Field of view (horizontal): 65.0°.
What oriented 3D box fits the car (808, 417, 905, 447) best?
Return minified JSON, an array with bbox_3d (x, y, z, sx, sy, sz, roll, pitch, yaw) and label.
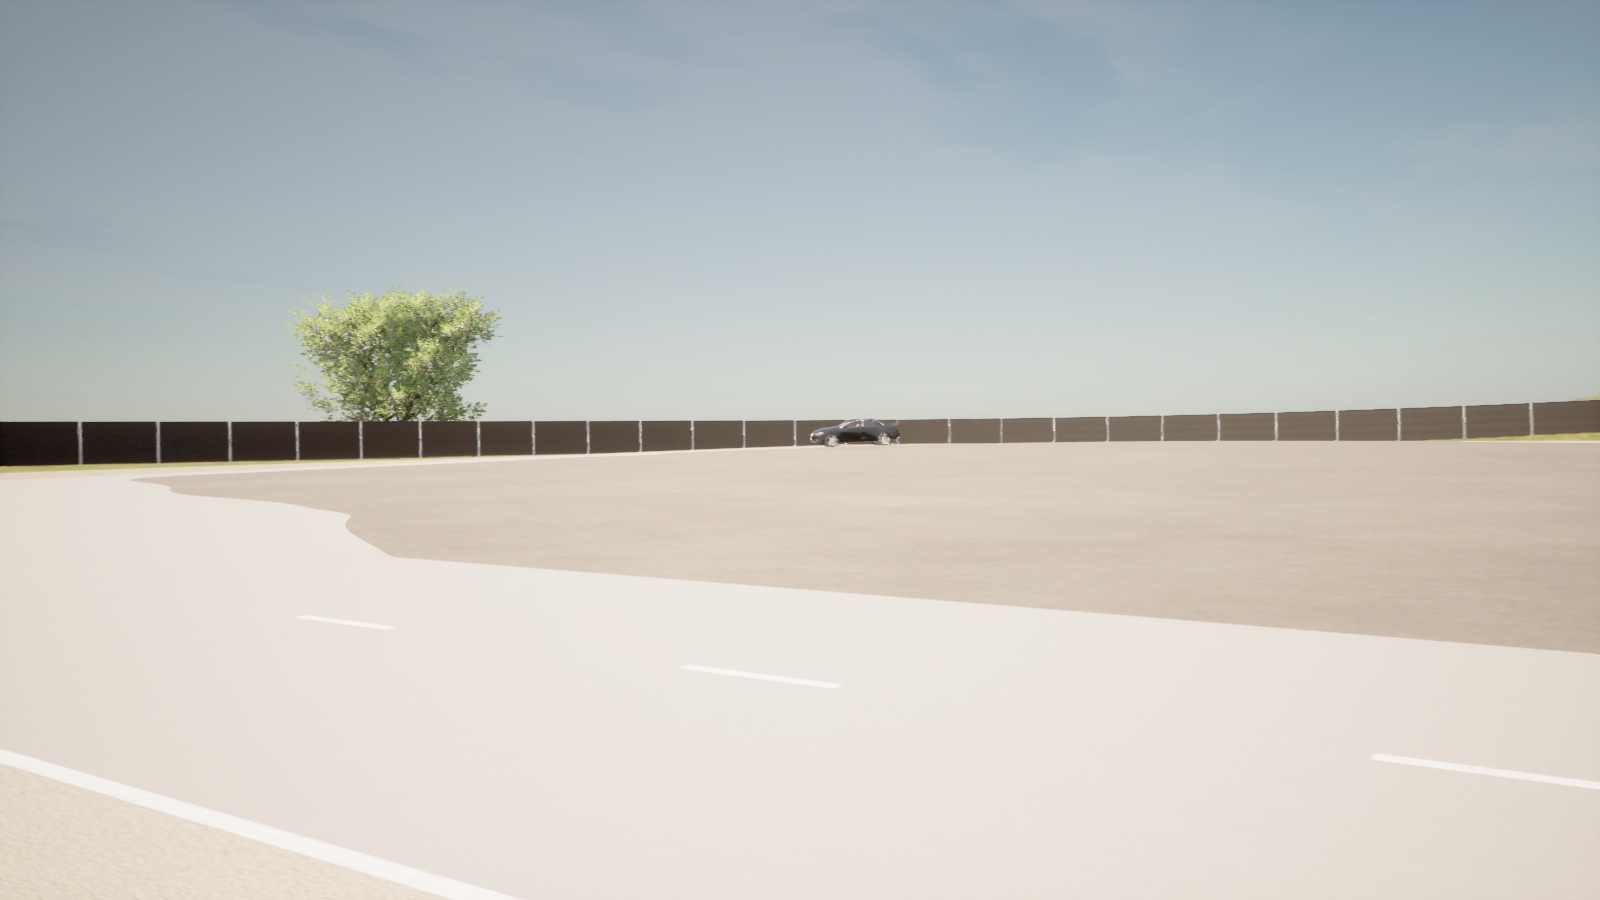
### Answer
[{"bbox_3d":[3.036,-0.957,68.353,4.902,1.511,2.128,-1,0,-9],"label":"car"}]
